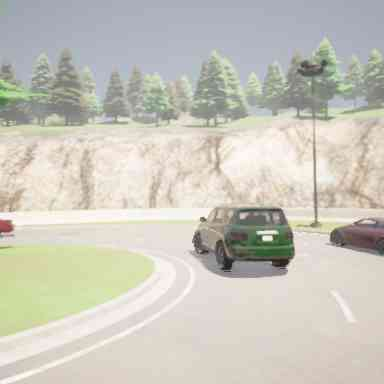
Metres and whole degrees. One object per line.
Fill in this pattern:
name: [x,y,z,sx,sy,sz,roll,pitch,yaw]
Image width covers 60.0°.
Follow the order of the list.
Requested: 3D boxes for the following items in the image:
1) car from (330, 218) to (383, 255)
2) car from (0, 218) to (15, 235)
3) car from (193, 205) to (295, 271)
car: [7.928,1.792,14.338,1.994,1.385,4.181,0,-1,-14]
car: [-14.259,2.185,21.422,5.008,1.535,1.882,0,-2,-24]
car: [1.645,1.489,12.177,2.150,2.045,5.566,0,-2,-11]
